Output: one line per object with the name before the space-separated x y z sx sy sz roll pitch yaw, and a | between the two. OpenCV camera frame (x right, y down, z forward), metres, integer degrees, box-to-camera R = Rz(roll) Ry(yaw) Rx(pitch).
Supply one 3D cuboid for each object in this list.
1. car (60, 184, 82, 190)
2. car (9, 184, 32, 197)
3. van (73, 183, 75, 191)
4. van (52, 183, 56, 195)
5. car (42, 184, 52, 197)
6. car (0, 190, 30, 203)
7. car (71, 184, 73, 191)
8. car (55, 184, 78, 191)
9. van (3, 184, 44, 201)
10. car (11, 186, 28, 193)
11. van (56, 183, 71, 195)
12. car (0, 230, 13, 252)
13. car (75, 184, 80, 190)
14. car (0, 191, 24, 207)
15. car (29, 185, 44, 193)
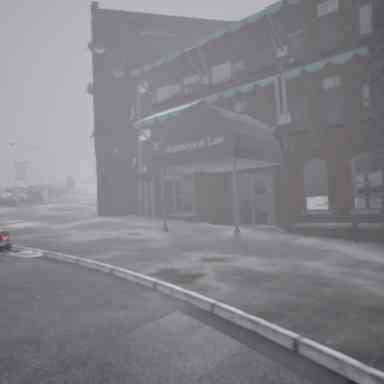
car | -31.456 -1.339 86.284 4.892 1.521 2.231 -2 3 -31
car | -32.056 -0.323 62.345 2.150 2.045 5.566 -2 3 -10
van | -29.293 -0.974 74.239 4.442 1.987 1.878 -2 4 -30
van | -25.943 -0.088 56.296 4.442 1.987 1.878 -2 4 -30
car | -24.749 0.179 50.357 5.566 2.045 2.435 -2 4 -30
car | -23.049 0.911 41.420 4.674 1.452 2.002 -2 4 -30
car | -28.665 -0.730 71.304 4.553 1.767 2.185 -2 3 -30
car | -30.286 -1.019 80.320 4.792 1.488 2.163 -2 3 -30
van | -24.070 0.347 47.449 4.442 1.987 1.878 -2 3 -30
car | -37.088 -0.572 71.621 1.812 1.442 4.674 -2 3 -10
van | -27.980 -0.687 68.384 4.442 1.987 1.878 -2 3 -30
car | -8.760 1.621 12.021 5.357 1.411 2.033 0 -1 31
car | -29.592 -0.910 77.404 5.366 1.575 1.946 -2 3 -30
car | -22.502 1.020 38.429 4.892 1.521 2.231 -2 3 -30
car | -33.970 -0.673 72.622 1.812 1.442 4.674 -2 3 -10
